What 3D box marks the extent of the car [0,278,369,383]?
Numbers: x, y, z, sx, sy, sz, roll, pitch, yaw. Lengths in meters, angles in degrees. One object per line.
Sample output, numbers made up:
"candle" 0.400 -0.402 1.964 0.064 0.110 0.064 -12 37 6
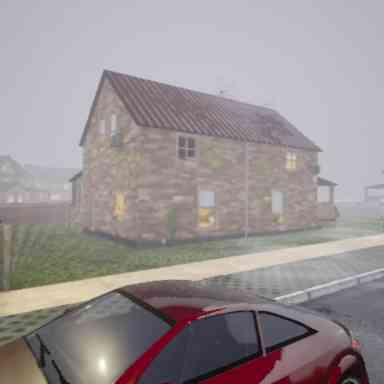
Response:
"car" -0.338 1.565 2.819 4.181 1.385 1.994 0 0 -36
